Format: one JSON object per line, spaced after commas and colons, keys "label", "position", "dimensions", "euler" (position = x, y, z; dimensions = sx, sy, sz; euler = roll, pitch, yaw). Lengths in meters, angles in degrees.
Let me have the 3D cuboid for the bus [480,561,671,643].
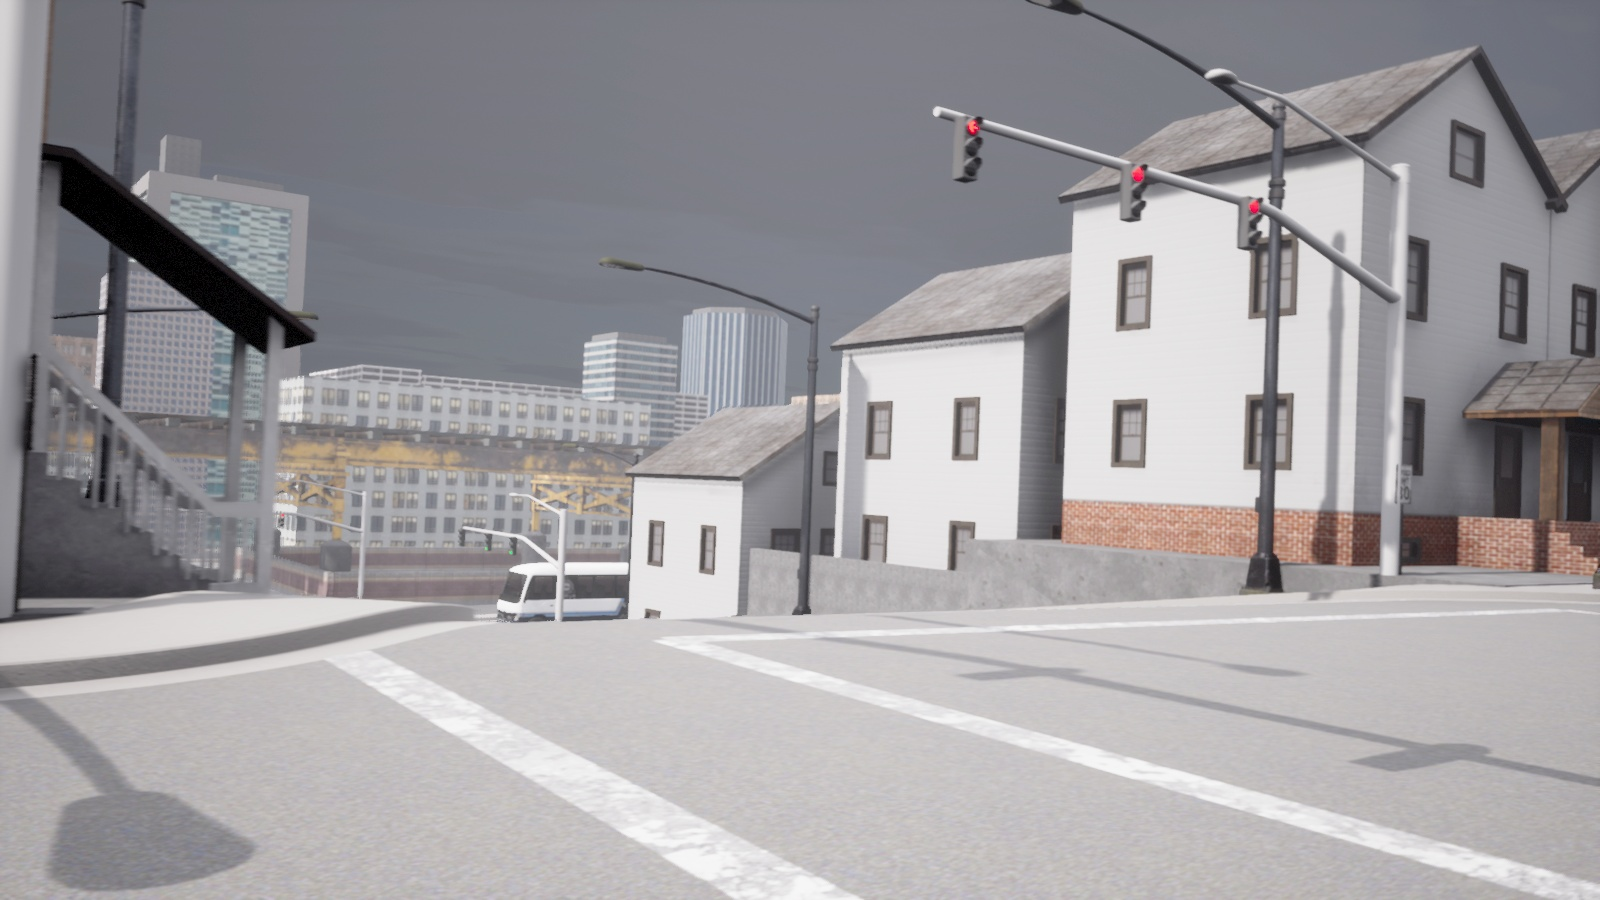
{"label": "bus", "position": [-13.252, 8.906, 74.642], "dimensions": [10.273, 4.253, 3.944], "euler": [3, -2, -34]}
